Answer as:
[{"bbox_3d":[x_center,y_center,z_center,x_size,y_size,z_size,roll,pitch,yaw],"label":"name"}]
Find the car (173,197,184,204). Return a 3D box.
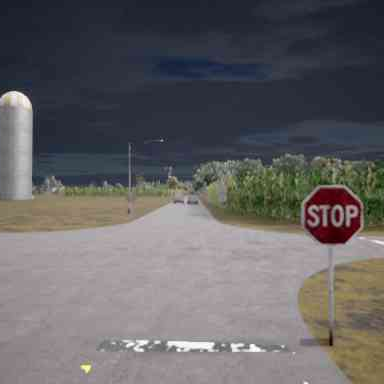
[{"bbox_3d":[-2.588,1.600,65.599,1.994,1.385,4.181,0,0,0],"label":"car"}]

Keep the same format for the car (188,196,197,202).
[{"bbox_3d":[0.178,1.463,71.459,1.895,1.301,4.718,0,0,0],"label":"car"}]

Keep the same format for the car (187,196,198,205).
[{"bbox_3d":[0.152,1.600,61.421,1.994,1.385,4.181,0,0,0],"label":"car"}]
